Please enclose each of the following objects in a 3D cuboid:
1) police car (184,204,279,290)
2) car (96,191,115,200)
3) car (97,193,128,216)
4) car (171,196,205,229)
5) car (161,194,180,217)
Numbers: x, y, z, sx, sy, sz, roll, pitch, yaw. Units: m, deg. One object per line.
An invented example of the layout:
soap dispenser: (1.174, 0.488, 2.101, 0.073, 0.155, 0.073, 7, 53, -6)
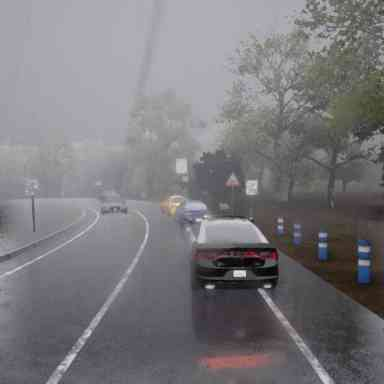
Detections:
police car: (0.865, 1.369, 9.147, 1.930, 1.638, 5.238, 0, 1, -2)
car: (-11.739, 0.610, 46.402, 2.033, 1.411, 5.357, -5, 3, -35)
car: (-6.405, 1.114, 27.138, 1.994, 1.385, 4.181, -2, 2, -17)
car: (0.036, 1.201, 19.322, 1.812, 1.442, 4.674, -1, 2, -8)
car: (-1.219, 0.937, 25.653, 1.801, 1.575, 5.366, -2, 2, -14)
